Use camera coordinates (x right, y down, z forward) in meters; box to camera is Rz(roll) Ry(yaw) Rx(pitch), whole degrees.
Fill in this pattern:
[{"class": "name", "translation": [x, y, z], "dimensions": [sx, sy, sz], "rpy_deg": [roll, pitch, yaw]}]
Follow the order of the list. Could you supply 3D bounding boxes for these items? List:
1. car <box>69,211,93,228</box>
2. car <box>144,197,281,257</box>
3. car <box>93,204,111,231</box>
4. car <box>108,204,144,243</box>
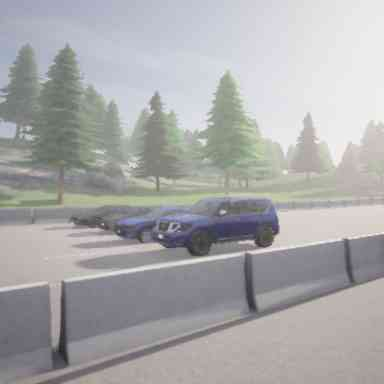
[{"class": "car", "translation": [-5.108, 1.511, 21.810], "dimensions": [5.357, 1.411, 2.033], "rpy_deg": [0, 0, -35]}, {"class": "car", "translation": [1.151, 1.226, 13.375], "dimensions": [5.566, 2.045, 2.150], "rpy_deg": [0, 0, -35]}, {"class": "car", "translation": [-3.115, 1.540, 18.931], "dimensions": [4.181, 1.385, 1.994], "rpy_deg": [0, 0, -35]}, {"class": "car", "translation": [-1.155, 1.467, 16.031], "dimensions": [5.008, 1.535, 1.882], "rpy_deg": [0, 0, -35]}]
